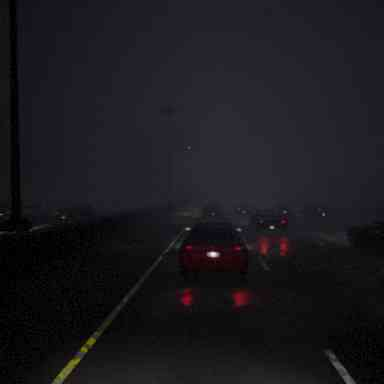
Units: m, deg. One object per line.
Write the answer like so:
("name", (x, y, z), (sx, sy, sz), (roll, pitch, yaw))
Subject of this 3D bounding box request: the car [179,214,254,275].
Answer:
("car", (0.694, 1.654, 10.855), (1.994, 1.385, 4.181), (1, 0, 4))

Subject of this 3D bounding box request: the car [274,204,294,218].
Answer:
("car", (9.167, 1.923, 34.295), (1.994, 1.385, 4.181), (1, 0, 4))

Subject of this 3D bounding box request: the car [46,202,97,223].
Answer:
("car", (-9.055, 1.588, 26.283), (2.128, 1.511, 4.902), (1, 0, 4))

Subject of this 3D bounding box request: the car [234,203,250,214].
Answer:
("car", (5.993, 1.965, 39.653), (1.895, 1.301, 4.718), (1, 0, 4))

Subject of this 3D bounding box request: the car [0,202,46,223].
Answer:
("car", (-12.617, 1.576, 25.439), (1.812, 1.442, 4.674), (1, 0, 4))

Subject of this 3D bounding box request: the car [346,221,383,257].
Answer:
("car", (7.844, 1.787, 13.068), (1.895, 1.301, 4.718), (1, 0, 4))

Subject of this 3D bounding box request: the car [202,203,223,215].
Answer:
("car", (1.985, 1.785, 31.589), (1.812, 1.442, 4.674), (1, 0, 4))

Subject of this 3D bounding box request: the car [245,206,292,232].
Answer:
("car", (4.889, 1.820, 21.923), (1.895, 1.301, 4.718), (1, 0, 4))

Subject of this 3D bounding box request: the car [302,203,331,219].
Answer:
("car", (12.658, 1.901, 34.037), (1.837, 1.490, 4.892), (1, 0, 4))
